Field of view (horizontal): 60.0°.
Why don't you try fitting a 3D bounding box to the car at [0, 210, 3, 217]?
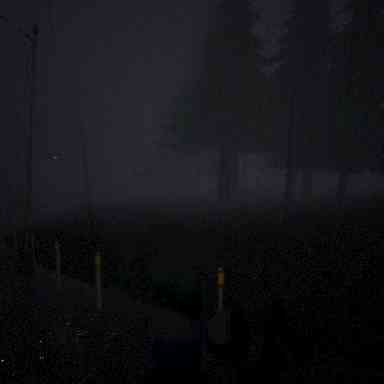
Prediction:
[{"bbox_3d":[-20.869,2.037,33.329,2.033,1.411,5.357,3,0,-9],"label":"car"}]
